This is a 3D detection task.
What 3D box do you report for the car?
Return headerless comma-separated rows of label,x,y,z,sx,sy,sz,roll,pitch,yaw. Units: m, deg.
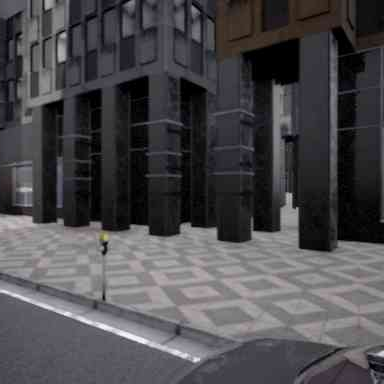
car,1.726,1.551,1.733,4.403,1.369,2.008,0,0,36
